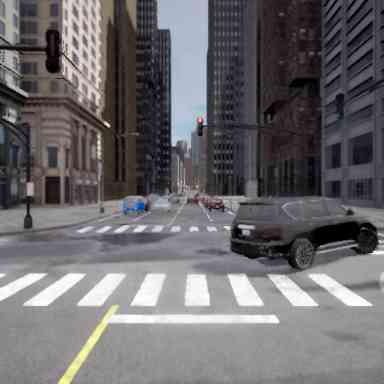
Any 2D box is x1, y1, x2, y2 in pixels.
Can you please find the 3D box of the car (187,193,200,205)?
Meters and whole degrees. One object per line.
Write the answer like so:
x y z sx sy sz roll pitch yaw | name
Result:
0.062 1.408 57.975 1.882 1.535 5.008 0 0 0 | car

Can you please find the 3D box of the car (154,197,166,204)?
-5.763 1.510 60.760 1.802 1.307 4.206 0 0 0 | car

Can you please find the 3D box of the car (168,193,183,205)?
-3.027 1.437 57.463 1.837 1.490 4.892 0 0 1 | car

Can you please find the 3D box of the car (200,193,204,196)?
2.783 1.468 66.267 1.887 1.381 4.507 0 0 0 | car

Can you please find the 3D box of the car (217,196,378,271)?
3.808 1.151 11.068 5.566 2.045 2.150 -3 0 -34 | car

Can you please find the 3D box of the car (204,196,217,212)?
2.784 1.492 38.640 1.887 1.381 4.507 0 0 0 | car

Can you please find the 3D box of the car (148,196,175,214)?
-3.090 1.477 34.732 1.812 1.442 4.674 0 0 0 | car

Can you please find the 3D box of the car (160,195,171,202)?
-5.760 1.469 71.810 2.008 1.369 4.403 0 0 0 | car

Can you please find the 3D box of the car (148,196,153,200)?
-5.771 1.492 38.660 1.887 1.381 4.507 0 0 0 | car

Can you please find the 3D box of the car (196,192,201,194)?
2.401 1.267 77.229 2.097 1.767 4.553 0 0 0 | car

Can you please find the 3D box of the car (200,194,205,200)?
2.783 1.457 55.386 1.752 1.417 4.829 0 0 0 | car

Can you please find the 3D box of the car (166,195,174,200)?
-5.754 1.431 88.215 1.752 1.417 4.829 0 0 0 | car

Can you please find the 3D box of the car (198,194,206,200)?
2.781 1.341 93.895 1.967 1.590 4.097 0 0 0 | car

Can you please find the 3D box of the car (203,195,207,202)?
2.784 1.486 44.166 1.887 1.381 4.507 0 0 0 | car

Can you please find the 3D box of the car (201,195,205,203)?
2.784 1.482 49.691 1.887 1.381 4.507 0 0 0 | car

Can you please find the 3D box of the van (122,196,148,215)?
-5.773 1.294 33.135 1.690 1.788 3.998 0 0 0 | van
